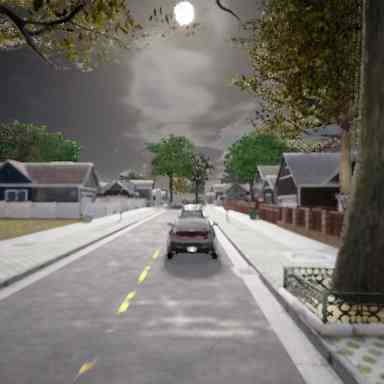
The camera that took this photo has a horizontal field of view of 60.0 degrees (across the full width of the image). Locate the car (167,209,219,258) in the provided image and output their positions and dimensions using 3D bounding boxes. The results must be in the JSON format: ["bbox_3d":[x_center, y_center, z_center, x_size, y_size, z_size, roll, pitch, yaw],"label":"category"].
[{"bbox_3d":[0.019,1.666,13.513,1.837,1.490,4.892,0,0,0],"label":"car"}]

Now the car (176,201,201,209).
[{"bbox_3d":[0.018,1.837,28.529,2.128,1.511,4.902,0,-1,0],"label":"car"}]

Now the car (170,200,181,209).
[{"bbox_3d":[-2.777,2.224,60.709,2.097,1.767,4.553,0,-1,0],"label":"car"}]
